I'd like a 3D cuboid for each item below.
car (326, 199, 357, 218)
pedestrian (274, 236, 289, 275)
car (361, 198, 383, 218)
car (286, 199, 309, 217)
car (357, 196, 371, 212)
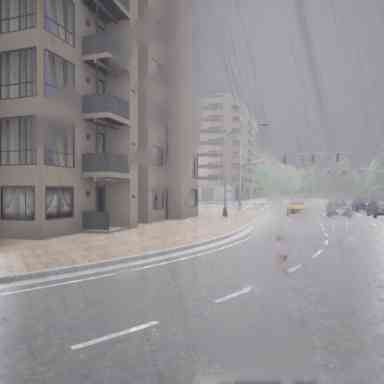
[{"bbox_3d":[13.238,1.509,30.203,2.128,1.511,4.902,0,0,19],"label":"car"},{"bbox_3d":[2.482,1.674,9.042,0.500,1.100,0.500,0,0,38],"label":"pedestrian"},{"bbox_3d":[16.822,1.547,29.501,2.033,1.411,5.357,0,0,19],"label":"car"},{"bbox_3d":[9.925,1.482,31.330,1.882,1.535,5.008,0,0,19],"label":"car"},{"bbox_3d":[19.848,1.352,38.503,2.097,1.767,4.553,0,0,19],"label":"car"}]
